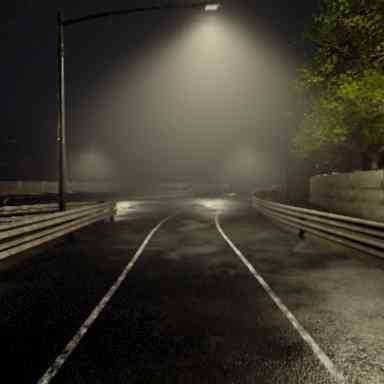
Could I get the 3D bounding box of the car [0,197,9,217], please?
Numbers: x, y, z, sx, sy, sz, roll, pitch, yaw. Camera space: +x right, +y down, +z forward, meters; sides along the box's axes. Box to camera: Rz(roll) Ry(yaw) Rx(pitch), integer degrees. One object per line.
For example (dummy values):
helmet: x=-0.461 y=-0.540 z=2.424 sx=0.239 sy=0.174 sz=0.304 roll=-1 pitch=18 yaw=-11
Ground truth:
car: x=-13.228 y=1.118 z=25.008 sx=1.837 sy=1.490 sz=4.892 roll=0 pitch=1 yaw=25

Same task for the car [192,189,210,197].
car: x=1.968 y=0.366 z=65.515 sx=1.994 sy=1.385 sz=4.181 roll=0 pitch=1 yaw=25

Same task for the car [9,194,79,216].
car: x=-10.025 y=0.970 z=23.596 sx=2.097 sy=1.767 sz=4.553 roll=0 pitch=1 yaw=25

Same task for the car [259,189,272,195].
car: x=17.925 y=-0.095 z=82.800 sx=1.837 sy=1.490 sz=4.892 roll=0 pitch=1 yaw=25

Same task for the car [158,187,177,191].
car: x=-6.072 y=-0.351 z=89.380 sx=2.150 sy=2.045 sz=5.566 roll=0 pitch=1 yaw=25

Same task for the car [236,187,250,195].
car: x=12.181 y=-0.267 z=78.861 sx=2.150 sy=2.045 sz=5.566 roll=0 pitch=1 yaw=25
